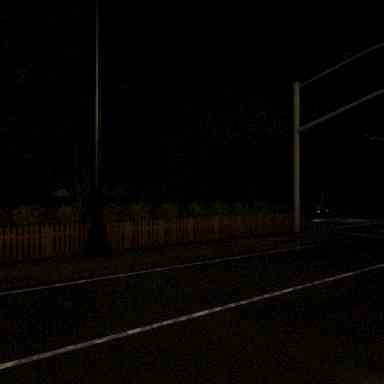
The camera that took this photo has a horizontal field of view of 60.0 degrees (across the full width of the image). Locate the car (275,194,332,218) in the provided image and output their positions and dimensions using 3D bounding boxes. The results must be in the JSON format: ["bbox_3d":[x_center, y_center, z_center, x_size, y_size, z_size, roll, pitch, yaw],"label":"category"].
[{"bbox_3d":[9.922,1.221,30.491,2.150,2.045,5.566,0,0,-35],"label":"car"}]
